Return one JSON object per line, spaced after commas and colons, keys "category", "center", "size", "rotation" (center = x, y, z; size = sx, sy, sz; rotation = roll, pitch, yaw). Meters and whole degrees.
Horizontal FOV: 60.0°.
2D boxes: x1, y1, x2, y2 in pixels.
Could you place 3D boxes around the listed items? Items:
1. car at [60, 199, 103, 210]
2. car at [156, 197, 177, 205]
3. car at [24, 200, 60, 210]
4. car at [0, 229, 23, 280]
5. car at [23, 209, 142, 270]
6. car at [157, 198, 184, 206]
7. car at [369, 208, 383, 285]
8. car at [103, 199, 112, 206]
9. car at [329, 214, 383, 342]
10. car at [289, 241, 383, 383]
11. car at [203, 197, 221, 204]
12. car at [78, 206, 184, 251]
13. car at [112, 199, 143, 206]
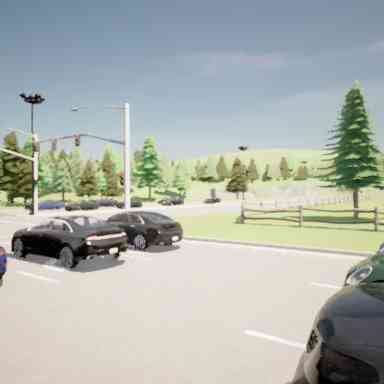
{"category": "car", "center": [-14.054, 1.786, 42.460], "size": [1.994, 1.385, 4.181], "rotation": [0, 0, 35]}
{"category": "car", "center": [-5.175, 1.831, 67.334], "size": [1.994, 1.385, 4.181], "rotation": [0, 0, 35]}
{"category": "car", "center": [-20.189, 1.813, 45.900], "size": [2.033, 1.411, 5.357], "rotation": [0, 0, 35]}
{"category": "car", "center": [-6.593, 1.589, 8.691], "size": [4.674, 1.442, 1.812], "rotation": [0, 0, 36]}
{"category": "car", "center": [-4.298, 1.553, 11.366], "size": [4.902, 1.511, 2.128], "rotation": [0, 0, 36]}
{"category": "car", "center": [-3.335, 1.715, 57.851], "size": [2.128, 1.511, 4.902], "rotation": [0, 0, 35]}
{"category": "car", "center": [6.830, 1.344, 7.719], "size": [4.553, 1.767, 2.097], "rotation": [-1, 0, 36]}
{"category": "car", "center": [-14.453, 1.814, 54.142], "size": [2.033, 1.411, 5.357], "rotation": [0, 0, 35]}
{"category": "car", "center": [4.693, 1.345, 4.944], "size": [4.553, 1.767, 2.097], "rotation": [-1, 0, 36]}
{"category": "car", "center": [3.363, 1.212, 1.593], "size": [5.566, 2.045, 2.150], "rotation": [0, 0, 36]}
{"category": "car", "center": [4.122, 1.716, 68.382], "size": [2.128, 1.511, 4.902], "rotation": [0, 0, 35]}
{"category": "car", "center": [-2.606, 1.570, 14.465], "size": [4.892, 1.490, 1.837], "rotation": [0, 0, 36]}
{"category": "car", "center": [-9.281, 1.787, 49.339], "size": [1.994, 1.385, 4.181], "rotation": [0, 0, 34]}
